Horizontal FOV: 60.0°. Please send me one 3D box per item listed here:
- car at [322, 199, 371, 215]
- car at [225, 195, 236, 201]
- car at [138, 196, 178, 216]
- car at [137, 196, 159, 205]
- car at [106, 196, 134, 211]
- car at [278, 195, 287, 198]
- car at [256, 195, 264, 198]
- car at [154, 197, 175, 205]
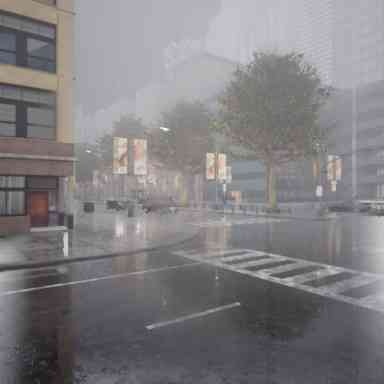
[{"bbox_3d":[15.480,1.489,33.859,4.902,1.511,2.128,0,0,43],"label":"car"},{"bbox_3d":[8.022,1.410,76.669,2.161,1.482,4.786,0,0,-36],"label":"car"},{"bbox_3d":[-3.225,1.491,33.279,2.128,1.511,4.902,0,0,-36],"label":"car"},{"bbox_3d":[-8.012,1.476,59.870,1.882,1.535,5.008,0,0,-36],"label":"car"},{"bbox_3d":[-8.940,1.351,41.294,2.097,1.767,4.553,0,0,-35],"label":"car"},{"bbox_3d":[18.484,1.317,69.165,2.002,1.452,4.674,0,0,-36],"label":"car"},{"bbox_3d":[17.687,1.459,83.099,1.895,1.301,4.718,0,0,-36],"label":"car"},{"bbox_3d":[-5.167,1.562,61.908,1.994,1.385,4.181,0,0,-36],"label":"car"}]
